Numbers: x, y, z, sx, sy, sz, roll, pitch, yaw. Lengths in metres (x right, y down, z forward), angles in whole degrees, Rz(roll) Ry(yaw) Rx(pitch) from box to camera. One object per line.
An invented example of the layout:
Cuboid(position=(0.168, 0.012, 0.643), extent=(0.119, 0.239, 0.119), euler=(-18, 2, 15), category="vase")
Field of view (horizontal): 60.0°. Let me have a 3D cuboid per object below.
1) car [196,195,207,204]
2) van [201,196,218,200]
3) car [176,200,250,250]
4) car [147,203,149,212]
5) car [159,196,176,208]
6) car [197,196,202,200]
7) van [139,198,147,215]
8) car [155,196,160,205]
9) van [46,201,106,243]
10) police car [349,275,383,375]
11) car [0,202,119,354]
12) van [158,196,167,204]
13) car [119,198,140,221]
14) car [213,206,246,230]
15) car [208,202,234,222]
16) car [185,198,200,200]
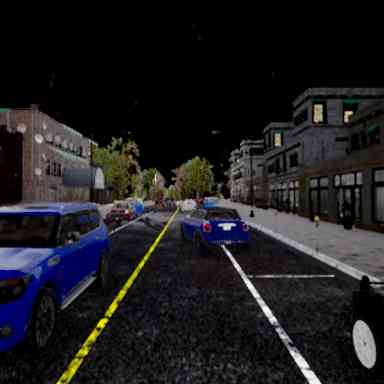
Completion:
Cuboid(position=(1.994, 1.693, 72.814), extent=(2.192, 1.841, 5.009), euler=(1, 0, -1), category="car")
Cuboid(position=(2.311, 1.556, 39.558), extent=(1.690, 1.788, 3.998), euler=(1, 0, -1), category="van")
Cuboid(position=(0.862, 1.435, 15.021), extent=(2.097, 1.767, 4.553), euler=(0, 0, -14), category="car")
Cuboid(position=(-6.072, 1.767, 39.460), extent=(2.008, 1.369, 4.403), euler=(1, 0, -1), category="car")
Cuboid(position=(-3.559, 1.635, 52.870), extent=(2.097, 1.767, 4.553), euler=(0, 0, 0), category="car")
Cuboid(position=(2.089, 1.766, 61.728), extent=(1.967, 1.590, 4.097), euler=(1, 0, -1), category="car")
Cuboid(position=(-6.014, 1.528, 33.918), extent=(1.690, 1.788, 3.998), euler=(1, 0, -1), category="van")
Cuboid(position=(-6.344, 1.669, 67.176), extent=(2.192, 1.841, 5.009), euler=(1, 0, -1), category="car")
Cuboid(position=(-5.849, 1.439, 17.290), extent=(1.690, 1.788, 3.998), euler=(1, 0, -1), category="van")
Cuboid(position=(3.109, 1.440, 2.725), extent=(1.930, 1.638, 5.238), euler=(0, 0, -1), category="police car")
Cuboid(position=(-3.164, 1.261, 6.518), extent=(2.150, 2.045, 5.566), euler=(0, -1, -1), category="car")
Cuboid(position=(-6.412, 1.720, 72.718), extent=(1.690, 1.788, 3.998), euler=(1, 0, -1), category="van")
Cuboid(position=(-5.960, 1.598, 28.376), extent=(1.967, 1.590, 4.097), euler=(1, 0, -1), category="car")
Cuboid(position=(2.473, 1.708, 22.928), extent=(1.802, 1.307, 4.206), euler=(1, 0, -1), category="car")
Cuboid(position=(2.417, 1.682, 28.641), extent=(1.752, 1.417, 4.829), euler=(1, 0, -1), category="car")
Cuboid(position=(-0.295, 1.742, 39.715), extent=(1.812, 1.442, 4.674), euler=(0, 0, -1), category="car")
